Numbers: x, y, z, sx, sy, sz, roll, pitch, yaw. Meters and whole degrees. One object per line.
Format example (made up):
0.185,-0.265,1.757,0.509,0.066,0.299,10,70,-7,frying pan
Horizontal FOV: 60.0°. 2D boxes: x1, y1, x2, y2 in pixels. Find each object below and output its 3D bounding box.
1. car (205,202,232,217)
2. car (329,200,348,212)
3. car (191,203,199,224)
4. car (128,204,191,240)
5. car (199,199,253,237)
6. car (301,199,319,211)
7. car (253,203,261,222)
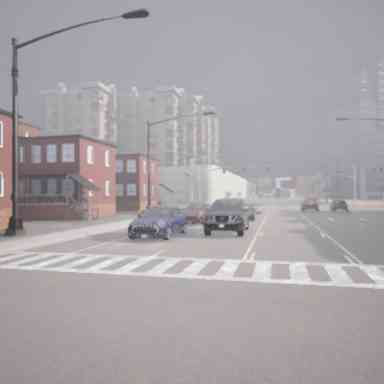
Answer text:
2.994,1.903,37.049,2.128,1.511,4.902,-1,-1,15,car
19.543,1.811,44.308,1.837,1.490,4.892,-1,0,16,car
0.391,1.674,26.981,2.097,1.767,4.553,-1,-1,14,car
-1.792,1.599,18.495,2.097,1.767,4.553,-1,-1,14,car
2.236,1.441,20.128,2.150,2.045,5.566,-1,-1,14,car
16.252,1.714,45.948,2.097,1.767,4.553,-1,-1,15,car
4.744,1.869,29.815,1.994,1.385,4.181,-1,-1,15,car
